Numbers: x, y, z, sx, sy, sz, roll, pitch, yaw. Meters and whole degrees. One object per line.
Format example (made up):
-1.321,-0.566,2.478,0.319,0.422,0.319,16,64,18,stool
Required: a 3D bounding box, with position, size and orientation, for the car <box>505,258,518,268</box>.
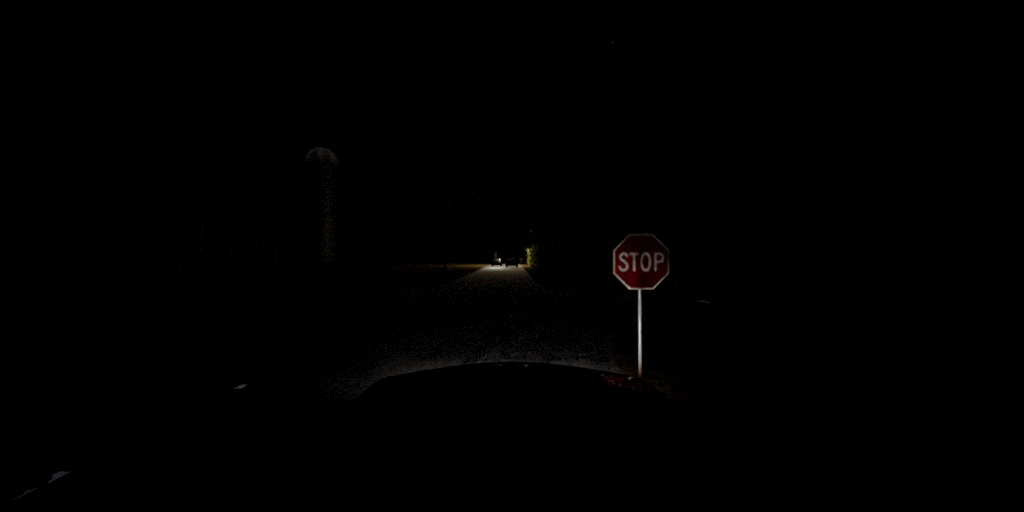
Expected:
-0.044,1.053,61.760,2.097,1.767,4.553,0,0,0,car
